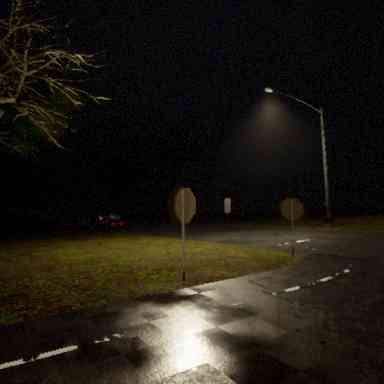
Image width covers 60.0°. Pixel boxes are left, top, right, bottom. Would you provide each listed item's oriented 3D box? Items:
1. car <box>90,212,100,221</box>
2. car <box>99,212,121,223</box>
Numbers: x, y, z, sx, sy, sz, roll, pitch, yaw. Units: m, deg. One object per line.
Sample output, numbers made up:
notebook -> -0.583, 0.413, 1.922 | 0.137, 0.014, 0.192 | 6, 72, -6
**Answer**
car -> -17.062, 4.500, 60.736 | 1.837, 1.490, 4.892 | -1, -1, -34
car -> -13.347, 4.255, 55.374 | 1.812, 1.442, 4.674 | -1, -2, -34
